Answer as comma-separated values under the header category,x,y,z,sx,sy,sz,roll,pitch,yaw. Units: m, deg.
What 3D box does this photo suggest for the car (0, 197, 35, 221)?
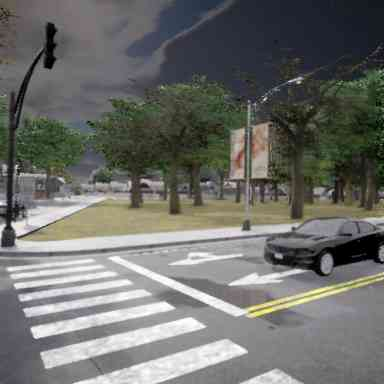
category,x,y,z,sx,sy,sz,roll,pitch,yaw
car,-14.157,1.363,25.691,2.128,1.511,4.902,1,0,-12

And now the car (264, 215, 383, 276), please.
category,x,y,z,sx,sy,sz,roll,pitch,yaw
car,4.482,1.543,10.711,5.008,1.535,1.882,1,0,-35

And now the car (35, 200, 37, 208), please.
category,x,y,z,sx,sy,sz,roll,pitch,yaw
car,-20.118,1.271,40.101,1.812,1.442,4.674,1,0,-11

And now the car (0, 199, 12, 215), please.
category,x,y,z,sx,sy,sz,roll,pitch,yaw
car,-18.091,1.343,30.141,1.994,1.385,4.181,1,0,-11
